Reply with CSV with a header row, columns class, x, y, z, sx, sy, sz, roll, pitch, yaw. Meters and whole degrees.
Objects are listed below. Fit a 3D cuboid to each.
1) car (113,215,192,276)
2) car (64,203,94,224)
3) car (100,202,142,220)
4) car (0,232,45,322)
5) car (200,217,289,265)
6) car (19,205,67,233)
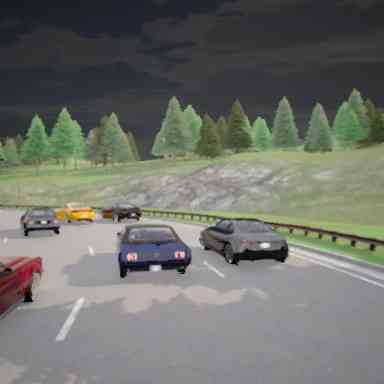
class,x,y,z,sx,sy,sz,roll,pitch,yaw
car,-1.421,1.642,10.548,1.895,1.301,4.718,0,0,-13
car,-9.349,1.599,26.120,1.882,1.535,5.008,0,0,-38
car,-5.948,1.592,27.397,1.882,1.535,5.008,0,0,-36
car,-3.947,1.633,5.292,1.895,1.301,4.718,0,0,-7
car,1.708,1.600,12.059,1.994,1.385,4.181,0,0,-15
car,-9.009,1.646,19.614,2.033,1.411,5.357,0,0,-30
